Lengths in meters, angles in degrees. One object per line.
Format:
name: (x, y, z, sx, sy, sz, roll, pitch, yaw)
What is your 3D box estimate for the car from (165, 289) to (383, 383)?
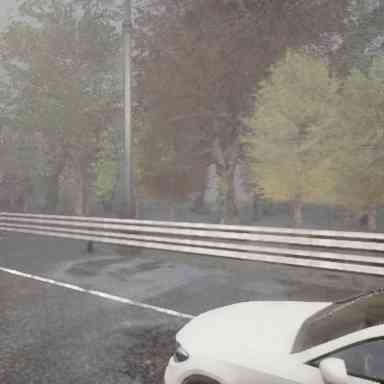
car: (1.923, 1.524, 2.623, 4.674, 1.442, 1.812, -1, 0, 35)
